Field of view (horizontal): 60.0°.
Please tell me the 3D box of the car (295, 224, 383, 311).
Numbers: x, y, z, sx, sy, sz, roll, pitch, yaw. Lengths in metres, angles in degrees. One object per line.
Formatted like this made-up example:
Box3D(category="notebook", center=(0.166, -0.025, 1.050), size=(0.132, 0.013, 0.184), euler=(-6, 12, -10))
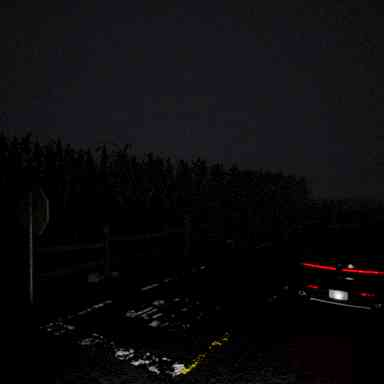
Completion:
Box3D(category="car", center=(3.804, 1.498, 7.676), size=(1.837, 1.490, 4.892), euler=(0, 0, 33))
